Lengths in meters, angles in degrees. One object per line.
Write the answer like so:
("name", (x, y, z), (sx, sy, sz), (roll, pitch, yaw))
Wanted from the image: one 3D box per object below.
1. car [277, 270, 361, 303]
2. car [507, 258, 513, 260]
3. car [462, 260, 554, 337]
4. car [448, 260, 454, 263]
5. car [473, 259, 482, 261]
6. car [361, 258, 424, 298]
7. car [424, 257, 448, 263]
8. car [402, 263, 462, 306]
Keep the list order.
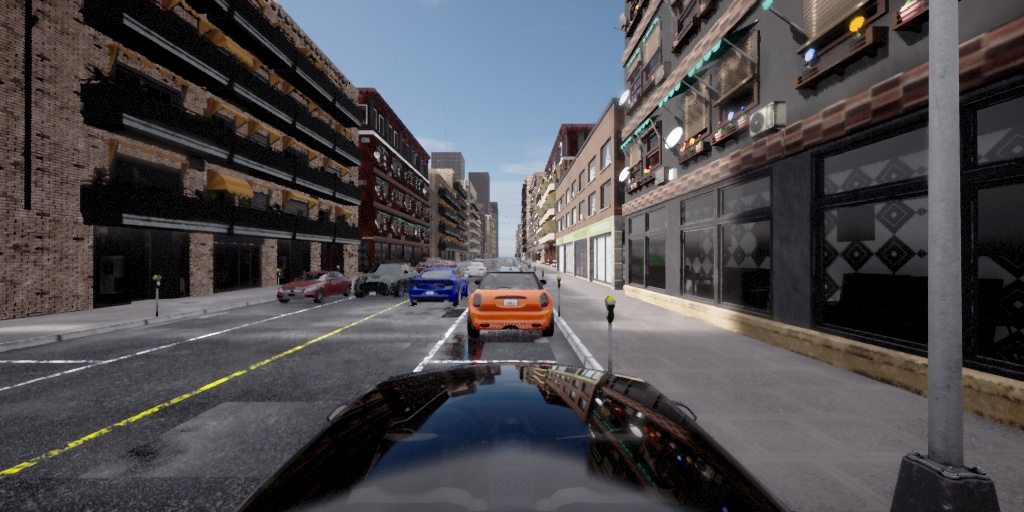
("car", (-8.837, 1.333, 16.462), (1.802, 1.307, 4.207), (0, 0, 0))
("car", (-0.456, 1.275, 39.173), (1.751, 1.417, 4.829), (0, 0, 0))
("car", (-0.032, 1.103, 10.469), (2.097, 1.767, 4.553), (0, 0, 0))
("car", (-8.837, 1.188, 44.643), (1.967, 1.591, 4.097), (0, 0, 0))
("car", (-3.144, 1.276, 31.911), (1.812, 1.442, 4.674), (0, 0, 0))
("car", (-6.246, 1.103, 18.296), (2.097, 1.767, 4.553), (0, 0, 0))
("car", (-8.837, 1.064, 39.007), (2.192, 1.841, 5.009), (0, 0, 0))
("car", (-3.045, 1.228, 15.773), (1.882, 1.535, 5.008), (0, 0, 0))
